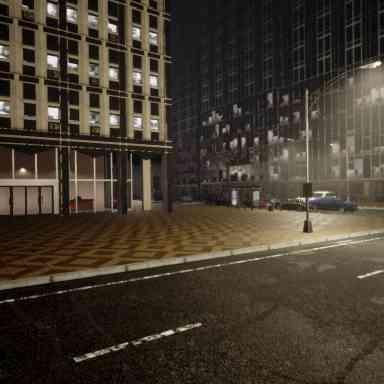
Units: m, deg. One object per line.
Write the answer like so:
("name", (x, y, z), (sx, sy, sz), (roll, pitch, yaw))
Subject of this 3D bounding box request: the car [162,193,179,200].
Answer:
("car", (-4.779, 0.935, 72.901), (1.802, 1.307, 4.206), (0, 1, -35))

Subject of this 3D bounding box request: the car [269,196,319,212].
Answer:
("car", (10.781, 1.424, 35.310), (1.947, 1.339, 4.313), (0, 1, -35))

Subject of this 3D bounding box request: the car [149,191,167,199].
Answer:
("car", (-8.004, 0.614, 77.578), (2.192, 1.841, 5.009), (0, 1, -35))

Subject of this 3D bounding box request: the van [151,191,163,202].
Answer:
("van", (-5.232, 0.937, 58.784), (1.690, 1.788, 3.998), (0, 1, -35))

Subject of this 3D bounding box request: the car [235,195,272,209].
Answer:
("car", (7.571, 1.388, 40.003), (1.802, 1.307, 4.206), (0, 1, -35))

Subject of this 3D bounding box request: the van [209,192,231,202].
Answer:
("van", (4.893, 0.855, 58.855), (1.690, 1.788, 3.998), (0, 1, -35))

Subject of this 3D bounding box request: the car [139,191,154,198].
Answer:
("car", (-11.228, 0.685, 82.259), (1.967, 1.590, 4.097), (0, 1, -35))

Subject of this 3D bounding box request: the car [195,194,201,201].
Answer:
("car", (1.669, 1.043, 63.539), (1.802, 1.307, 4.206), (0, 1, -35))

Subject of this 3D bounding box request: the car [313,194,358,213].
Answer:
("car", (14.577, 1.317, 34.577), (1.882, 1.535, 5.008), (-1, 1, -35))

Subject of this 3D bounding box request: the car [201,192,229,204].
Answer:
("car", (3.878, 1.020, 50.124), (2.097, 1.767, 4.553), (-1, 1, -34))

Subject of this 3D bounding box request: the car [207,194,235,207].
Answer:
("car", (4.395, 1.319, 44.716), (1.947, 1.339, 4.313), (0, 1, -35))

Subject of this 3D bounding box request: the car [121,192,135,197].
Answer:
("car", (-17.676, 0.688, 91.622), (2.008, 1.369, 4.403), (0, 1, -35))

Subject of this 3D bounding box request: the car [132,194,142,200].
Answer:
("car", (-11.681, 1.039, 68.147), (2.008, 1.369, 4.403), (0, 1, -35))

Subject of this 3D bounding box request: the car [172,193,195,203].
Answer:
("car", (-1.924, 1.098, 58.629), (1.812, 1.442, 4.674), (-1, 1, -34))

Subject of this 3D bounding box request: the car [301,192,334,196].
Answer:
("car", (14.592, 0.969, 40.189), (2.150, 2.045, 5.566), (-1, 1, -35))
